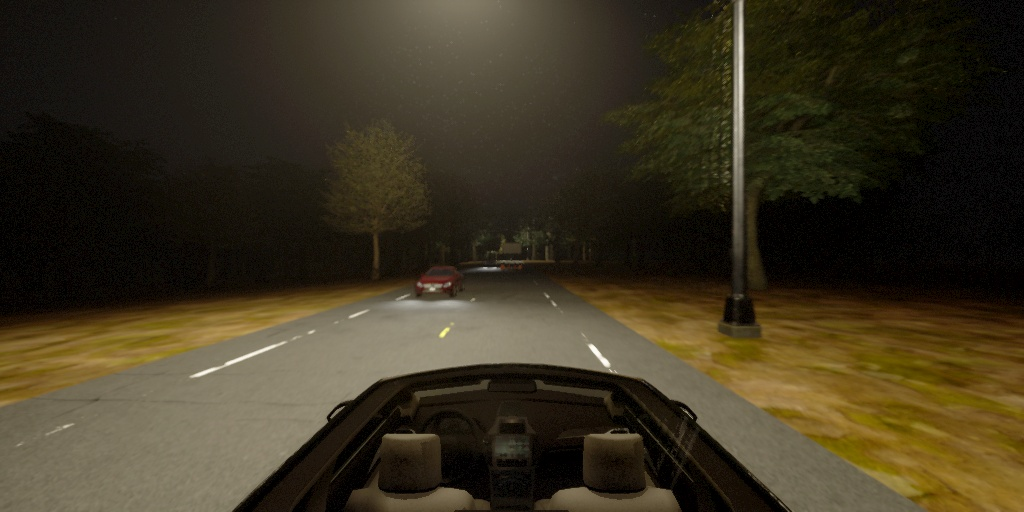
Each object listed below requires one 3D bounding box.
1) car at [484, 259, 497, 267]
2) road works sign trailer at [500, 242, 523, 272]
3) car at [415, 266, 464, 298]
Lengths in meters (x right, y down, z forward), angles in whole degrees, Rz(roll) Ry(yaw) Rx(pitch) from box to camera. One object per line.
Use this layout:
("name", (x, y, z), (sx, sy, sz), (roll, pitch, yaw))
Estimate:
("car", (-3.555, 1.157, 59.058), (1.895, 1.301, 4.718), (0, 0, 1))
("road works sign trailer", (-0.023, 0.111, 43.611), (2.380, 3.560, 2.880), (0, 0, 0))
("car", (-3.600, 1.256, 18.567), (1.812, 1.442, 4.674), (0, 0, 0))
